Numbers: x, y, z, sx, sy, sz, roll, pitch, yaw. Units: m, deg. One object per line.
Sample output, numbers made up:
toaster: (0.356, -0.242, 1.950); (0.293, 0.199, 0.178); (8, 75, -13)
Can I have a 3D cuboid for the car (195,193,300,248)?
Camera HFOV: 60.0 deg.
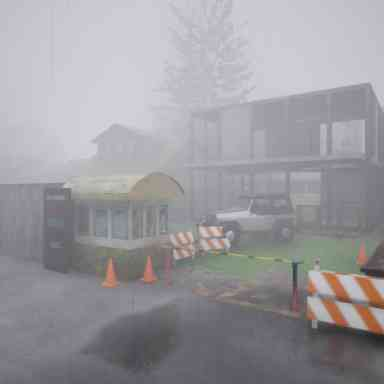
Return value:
car: (2.199, 0.986, 12.773); (3.866, 1.878, 1.905); (0, 0, -21)
